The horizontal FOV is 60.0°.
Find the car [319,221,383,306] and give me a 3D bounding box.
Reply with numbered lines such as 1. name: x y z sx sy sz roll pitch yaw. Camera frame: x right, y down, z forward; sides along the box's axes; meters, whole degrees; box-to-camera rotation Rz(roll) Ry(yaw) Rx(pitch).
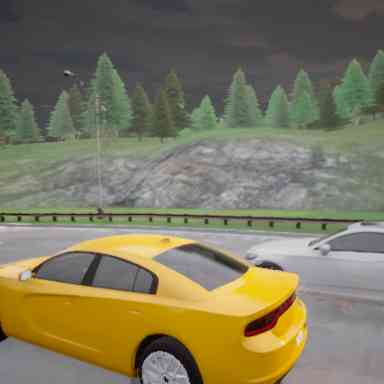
1. car: 3.225 1.264 6.089 4.674 1.442 1.812 0 1 34

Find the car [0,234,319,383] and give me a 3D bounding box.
1. car: -1.049 1.353 4.672 5.008 1.535 1.882 0 1 29
